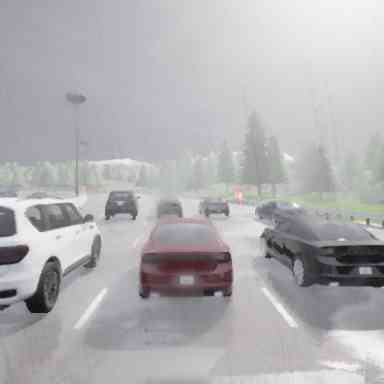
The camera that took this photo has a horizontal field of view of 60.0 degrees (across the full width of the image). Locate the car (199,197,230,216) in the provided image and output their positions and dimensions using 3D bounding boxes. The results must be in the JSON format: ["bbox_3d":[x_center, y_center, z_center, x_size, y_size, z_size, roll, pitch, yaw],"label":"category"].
[{"bbox_3d":[1.677,1.134,26.432,2.128,1.511,4.902,0,1,-7],"label":"car"}]

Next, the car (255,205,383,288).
[{"bbox_3d":[3.267,1.349,8.953,1.882,1.535,5.008,0,1,-3],"label":"car"}]

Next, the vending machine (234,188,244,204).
[{"bbox_3d":[6.627,0.552,46.894,1.100,2.100,0.880,0,1,-13],"label":"vending machine"}]

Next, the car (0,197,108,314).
[{"bbox_3d":[-3.661,1.124,7.515,2.150,2.045,5.566,0,0,-2],"label":"car"}]

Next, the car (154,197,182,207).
[{"bbox_3d":[-1.857,1.155,26.457,1.837,1.490,4.892,0,1,-7],"label":"car"}]

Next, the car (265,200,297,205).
[{"bbox_3d":[5.756,1.241,21.832,2.033,1.411,5.357,0,1,-6],"label":"car"}]

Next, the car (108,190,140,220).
[{"bbox_3d":[-5.188,0.897,25.124,2.150,2.045,5.566,0,1,-7],"label":"car"}]

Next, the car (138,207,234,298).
[{"bbox_3d":[-0.202,1.365,8.330,1.882,1.535,5.008,0,1,-3],"label":"car"}]
